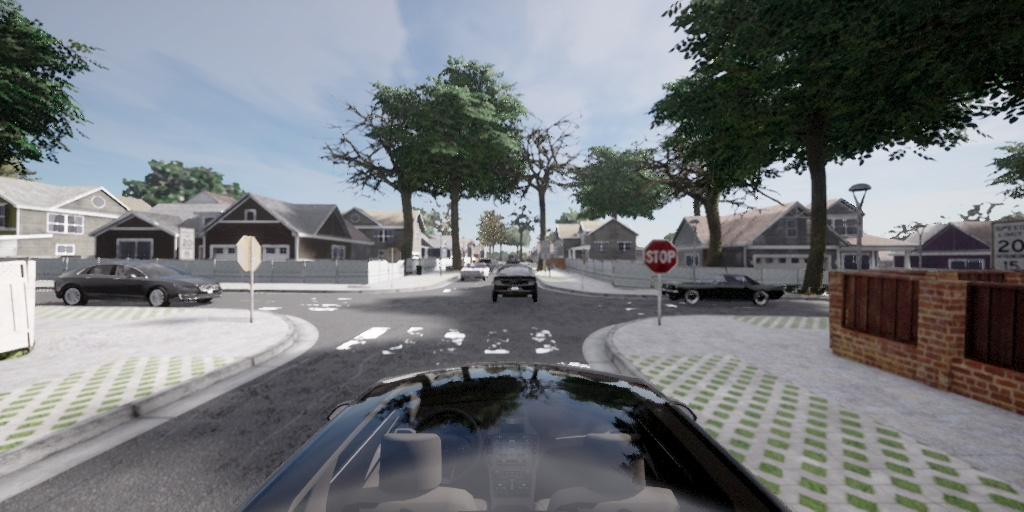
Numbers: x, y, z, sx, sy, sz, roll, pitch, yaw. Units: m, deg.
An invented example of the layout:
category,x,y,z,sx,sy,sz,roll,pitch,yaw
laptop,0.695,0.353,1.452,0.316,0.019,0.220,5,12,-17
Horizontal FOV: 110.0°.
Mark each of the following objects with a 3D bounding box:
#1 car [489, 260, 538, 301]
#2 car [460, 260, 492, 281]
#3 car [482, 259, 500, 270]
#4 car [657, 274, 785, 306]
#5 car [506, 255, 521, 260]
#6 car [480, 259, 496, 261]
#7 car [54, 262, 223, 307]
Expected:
category,x,y,z,sx,sy,sz,roll,pitch,yaw
car,0.123,1.112,16.562,1.882,1.535,5.008,0,0,0
car,-2.808,1.176,27.619,1.895,1.301,4.718,0,0,0
car,-2.767,1.095,48.505,2.033,1.411,5.357,0,0,0
car,9.040,1.431,15.831,4.718,1.301,1.895,1,-1,-1
car,0.187,0.785,57.776,2.150,2.045,5.566,0,0,0
car,-2.785,1.053,37.990,1.837,1.490,4.892,0,0,0
car,-12.929,0.958,12.567,4.892,1.490,1.837,1,-1,2
